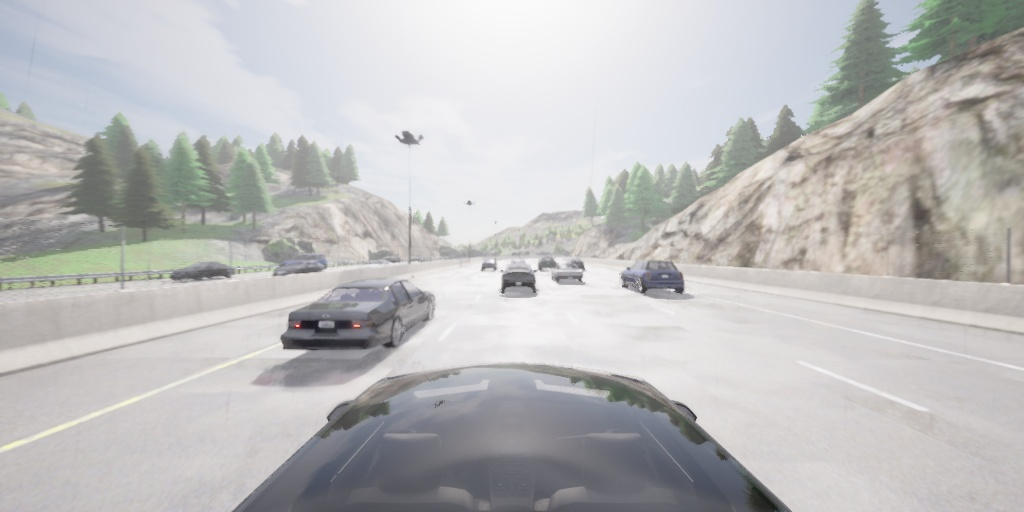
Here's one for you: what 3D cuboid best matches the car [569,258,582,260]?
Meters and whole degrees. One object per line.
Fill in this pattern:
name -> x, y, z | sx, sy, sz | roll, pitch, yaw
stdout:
car -> 7.776, 0.965, 44.461 | 1.837, 1.490, 4.892 | 0, 1, 1

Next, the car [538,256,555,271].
car -> 4.269, 0.821, 44.111 | 2.097, 1.767, 4.553 | 0, 0, 1

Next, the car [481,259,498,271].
car -> -2.741, 1.034, 44.259 | 2.033, 1.411, 5.357 | 0, 0, 1

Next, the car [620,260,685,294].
car -> 7.356, 0.972, 19.279 | 2.097, 1.767, 4.553 | 0, 0, 1

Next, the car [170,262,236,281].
car -> -24.180, 1.169, 28.317 | 1.812, 1.442, 4.674 | 0, 0, 1

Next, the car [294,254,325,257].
car -> -20.546, 0.811, 35.701 | 2.150, 2.045, 5.566 | 0, 0, 1

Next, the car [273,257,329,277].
car -> -17.166, 1.111, 29.138 | 2.128, 1.511, 4.902 | 0, 0, 1

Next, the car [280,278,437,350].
car -> -3.304, 1.260, 8.950 | 2.033, 1.411, 5.357 | 0, 0, 1

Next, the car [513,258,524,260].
car -> 0.802, 0.959, 46.058 | 2.128, 1.511, 4.902 | 0, 1, 1

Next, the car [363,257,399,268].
car -> -13.531, 1.088, 36.634 | 1.812, 1.442, 4.674 | 0, 0, 1

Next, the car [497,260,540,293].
car -> 0.368, 1.135, 19.989 | 1.837, 1.490, 4.892 | 0, 0, 1

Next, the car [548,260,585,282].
car -> 3.976, 1.183, 26.511 | 1.895, 1.301, 4.718 | 0, 0, 1
